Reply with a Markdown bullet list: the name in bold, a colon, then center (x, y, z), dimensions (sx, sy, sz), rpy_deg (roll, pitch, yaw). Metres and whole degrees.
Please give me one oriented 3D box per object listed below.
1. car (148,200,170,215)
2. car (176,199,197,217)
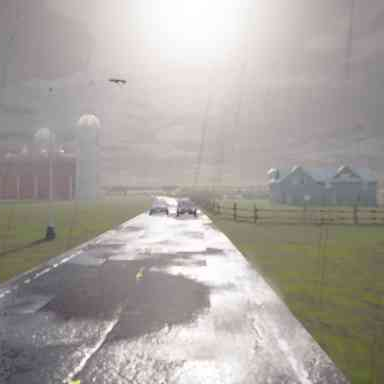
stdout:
- **car**: center (-3.395, 1.567, 35.133), dimensions (1.812, 1.442, 4.674), rpy_deg (0, 0, -2)
- **car**: center (-0.525, 1.634, 31.726), dimensions (1.895, 1.301, 4.718), rpy_deg (0, 0, -2)
